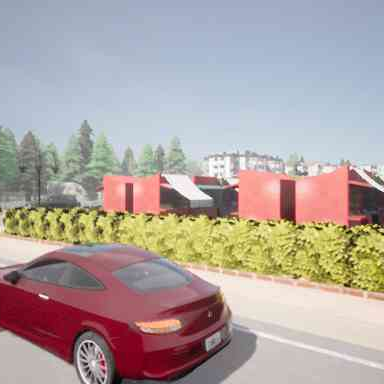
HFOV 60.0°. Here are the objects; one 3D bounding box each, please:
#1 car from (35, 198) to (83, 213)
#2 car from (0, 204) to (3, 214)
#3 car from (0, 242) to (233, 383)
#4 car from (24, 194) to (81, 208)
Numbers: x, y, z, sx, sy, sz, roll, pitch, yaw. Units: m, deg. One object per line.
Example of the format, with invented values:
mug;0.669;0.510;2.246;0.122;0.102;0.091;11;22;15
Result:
car;-15.463;1.516;38.895;1.882;1.535;5.008;0;0;36
car;-20.730;1.390;31.692;2.097;1.767;4.553;0;0;36
car;-1.617;1.524;5.146;4.674;1.442;1.812;0;0;36
car;-14.459;1.261;34.343;2.150;2.045;5.566;0;0;36
